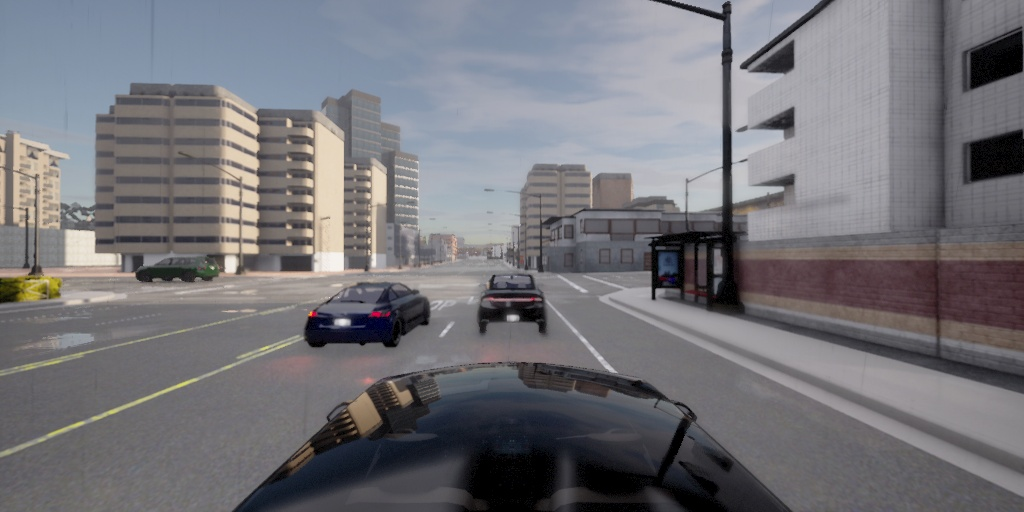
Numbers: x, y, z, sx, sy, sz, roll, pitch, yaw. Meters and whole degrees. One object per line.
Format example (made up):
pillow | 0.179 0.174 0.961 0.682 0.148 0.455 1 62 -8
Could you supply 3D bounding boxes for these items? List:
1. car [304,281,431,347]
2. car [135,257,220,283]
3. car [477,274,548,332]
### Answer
car | -3.491 1.356 9.433 1.994 1.385 4.181 0 0 0
car | -27.191 1.120 29.299 5.566 2.045 2.150 0 0 -1
car | -0.003 1.293 11.104 2.128 1.511 4.902 0 0 -1
